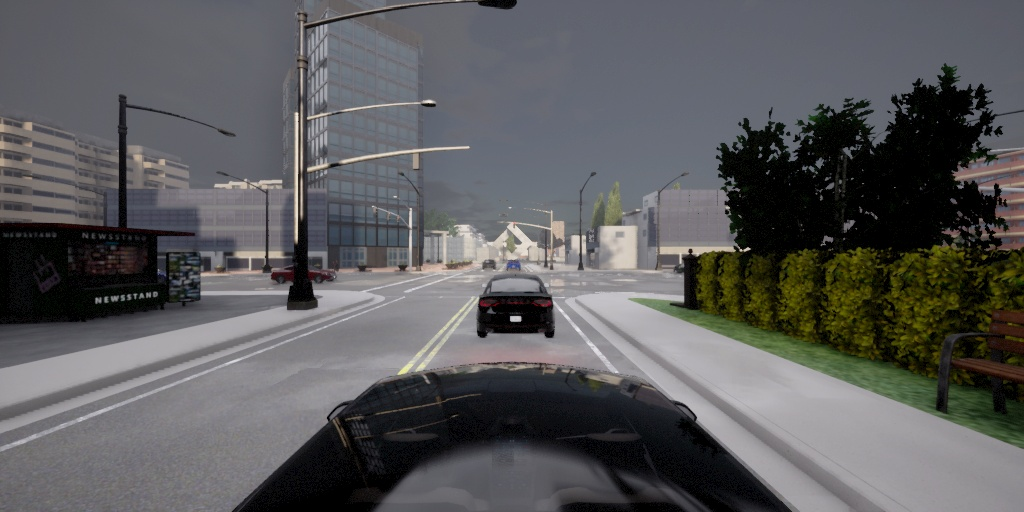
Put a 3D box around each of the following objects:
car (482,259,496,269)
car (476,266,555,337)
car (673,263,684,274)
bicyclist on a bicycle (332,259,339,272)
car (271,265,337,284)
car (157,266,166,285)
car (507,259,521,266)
[{"bbox_3d":[-3.412,1.227,54.129,1.882,1.535,5.008,0,0,0],"label":"car"},{"bbox_3d":[0.104,1.228,10.349,1.882,1.535,5.008,0,0,1],"label":"car"},{"bbox_3d":[19.965,1.057,38.807,4.553,1.767,2.097,0,0,0],"label":"car"},{"bbox_3d":[-21.849,1.216,44.395,0.582,1.620,1.656,-1,0,0],"label":"bicyclist on a bicycle"},{"bbox_3d":[-16.175,1.382,27.938,4.674,1.442,1.812,-1,0,0],"label":"car"},{"bbox_3d":[-27.972,1.523,27.881,4.674,1.442,1.812,-1,0,0],"label":"car"},{"bbox_3d":[0.240,1.227,51.332,1.882,1.535,5.008,0,0,1],"label":"car"}]
